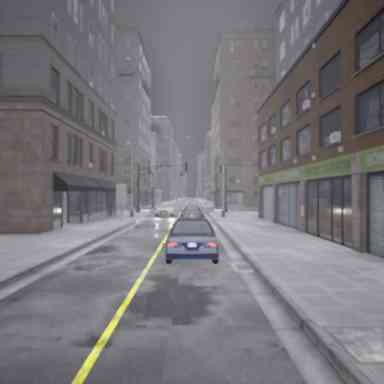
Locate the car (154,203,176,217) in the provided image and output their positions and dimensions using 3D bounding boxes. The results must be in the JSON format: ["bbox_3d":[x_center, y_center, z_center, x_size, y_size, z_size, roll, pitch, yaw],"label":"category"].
[{"bbox_3d":[-2.779,1.869,35.156,1.812,1.442,4.674,0,-1,1],"label":"car"}]

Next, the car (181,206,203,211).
[{"bbox_3d":[0.016,1.843,28.543,1.994,1.385,4.181,0,0,1],"label":"car"}]

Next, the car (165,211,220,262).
[{"bbox_3d":[0.008,1.670,12.533,2.033,1.411,5.357,0,-1,0],"label":"car"}]
